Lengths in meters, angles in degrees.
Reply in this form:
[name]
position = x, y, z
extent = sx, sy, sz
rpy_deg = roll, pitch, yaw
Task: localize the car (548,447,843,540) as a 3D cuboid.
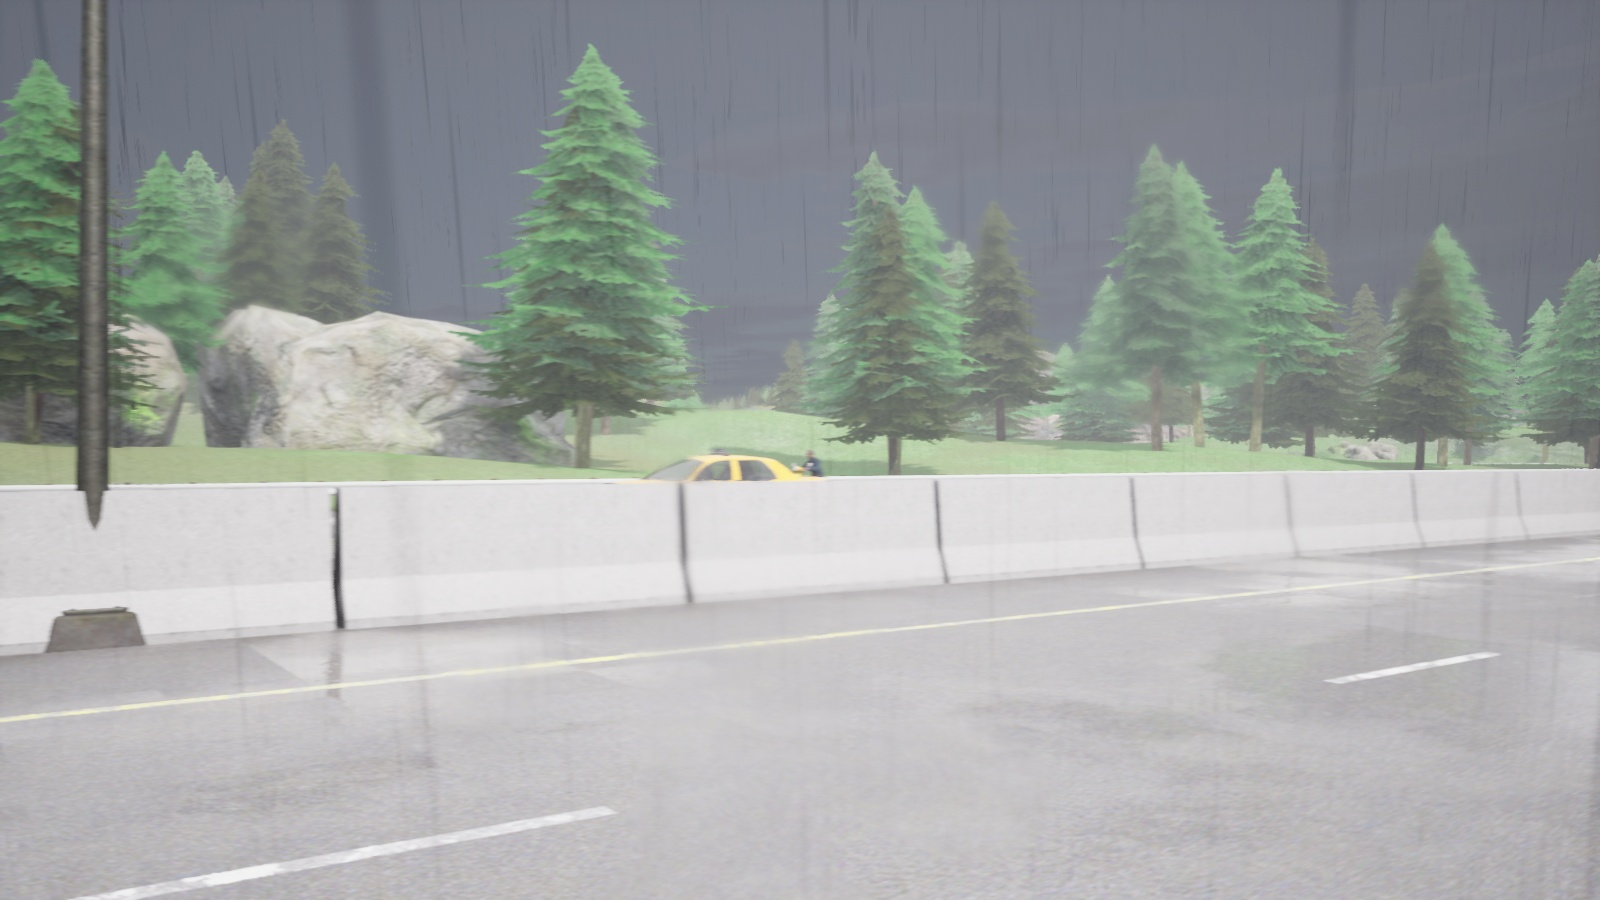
[car]
position = -1.874, 0.746, 23.676
extent = 5.366, 1.575, 1.801
rpy_deg = 0, 0, -35
